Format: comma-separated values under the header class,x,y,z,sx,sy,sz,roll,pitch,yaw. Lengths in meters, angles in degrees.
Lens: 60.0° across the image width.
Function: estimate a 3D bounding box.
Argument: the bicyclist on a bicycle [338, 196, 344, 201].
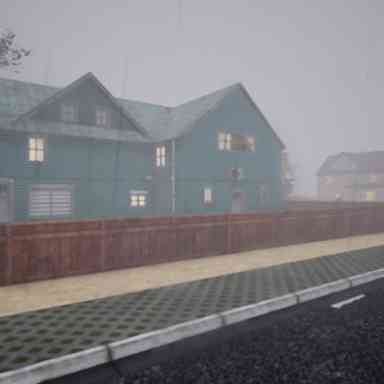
class,x,y,z,sx,sy,sz,roll,pitch,yaw
bicyclist on a bicycle,15.975,1.271,35.758,1.656,1.620,0.582,0,0,-36
